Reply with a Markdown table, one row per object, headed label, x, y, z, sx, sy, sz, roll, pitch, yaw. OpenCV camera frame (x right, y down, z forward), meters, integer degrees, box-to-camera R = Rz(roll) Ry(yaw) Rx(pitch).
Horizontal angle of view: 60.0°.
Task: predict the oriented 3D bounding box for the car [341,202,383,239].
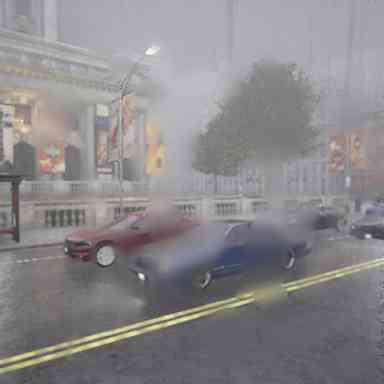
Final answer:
| label | x | y | z | sx | sy | sz | roll | pitch | yaw |
| --- | --- | --- | --- | --- | --- | --- | --- | --- | --- |
| car | 9.215 | 1.348 | 14.879 | 5.357 | 1.411 | 2.033 | -1 | 1 | -36 |

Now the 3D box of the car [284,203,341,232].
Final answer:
| label | x | y | z | sx | sy | sz | roll | pitch | yaw |
| --- | --- | --- | --- | --- | --- | --- | --- | --- | --- |
| car | 5.930 | 1.312 | 16.828 | 4.902 | 1.511 | 2.128 | -1 | 1 | -36 |

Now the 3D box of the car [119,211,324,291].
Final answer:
| label | x | y | z | sx | sy | sz | roll | pitch | yaw |
| --- | --- | --- | --- | --- | --- | --- | --- | --- | --- |
| car | 1.023 | 1.474 | 9.023 | 5.357 | 1.411 | 2.033 | -1 | 1 | -36 |

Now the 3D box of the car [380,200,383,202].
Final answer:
| label | x | y | z | sx | sy | sz | roll | pitch | yaw |
| --- | --- | --- | --- | --- | --- | --- | --- | --- | --- |
| car | 13.498 | 1.182 | 22.215 | 5.008 | 1.535 | 1.882 | -1 | 1 | -35 |

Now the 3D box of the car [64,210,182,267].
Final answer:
| label | x | y | z | sx | sy | sz | roll | pitch | yaw |
| --- | --- | --- | --- | --- | --- | --- | --- | --- | --- |
| car | -1.720 | 1.415 | 11.370 | 5.008 | 1.535 | 1.882 | -1 | 1 | -35 |
